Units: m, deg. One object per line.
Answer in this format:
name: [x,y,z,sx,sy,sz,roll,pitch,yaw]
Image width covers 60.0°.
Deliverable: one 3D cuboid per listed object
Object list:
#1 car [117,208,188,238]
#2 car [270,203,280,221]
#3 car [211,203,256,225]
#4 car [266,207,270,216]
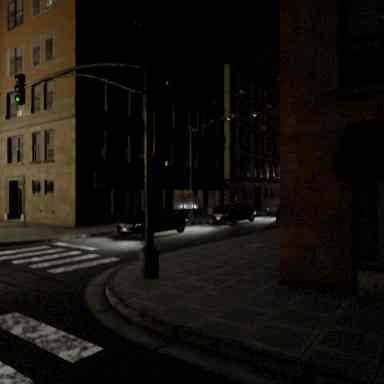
car: [-2.032,1.604,18.400,1.812,1.442,4.674,0,0,34]
car: [8.574,1.682,28.185,1.812,1.442,4.674,0,0,35]
car: [3.306,1.621,25.867,2.128,1.511,4.902,0,0,35]
car: [9.338,1.786,34.295,1.895,1.301,4.718,0,0,36]
